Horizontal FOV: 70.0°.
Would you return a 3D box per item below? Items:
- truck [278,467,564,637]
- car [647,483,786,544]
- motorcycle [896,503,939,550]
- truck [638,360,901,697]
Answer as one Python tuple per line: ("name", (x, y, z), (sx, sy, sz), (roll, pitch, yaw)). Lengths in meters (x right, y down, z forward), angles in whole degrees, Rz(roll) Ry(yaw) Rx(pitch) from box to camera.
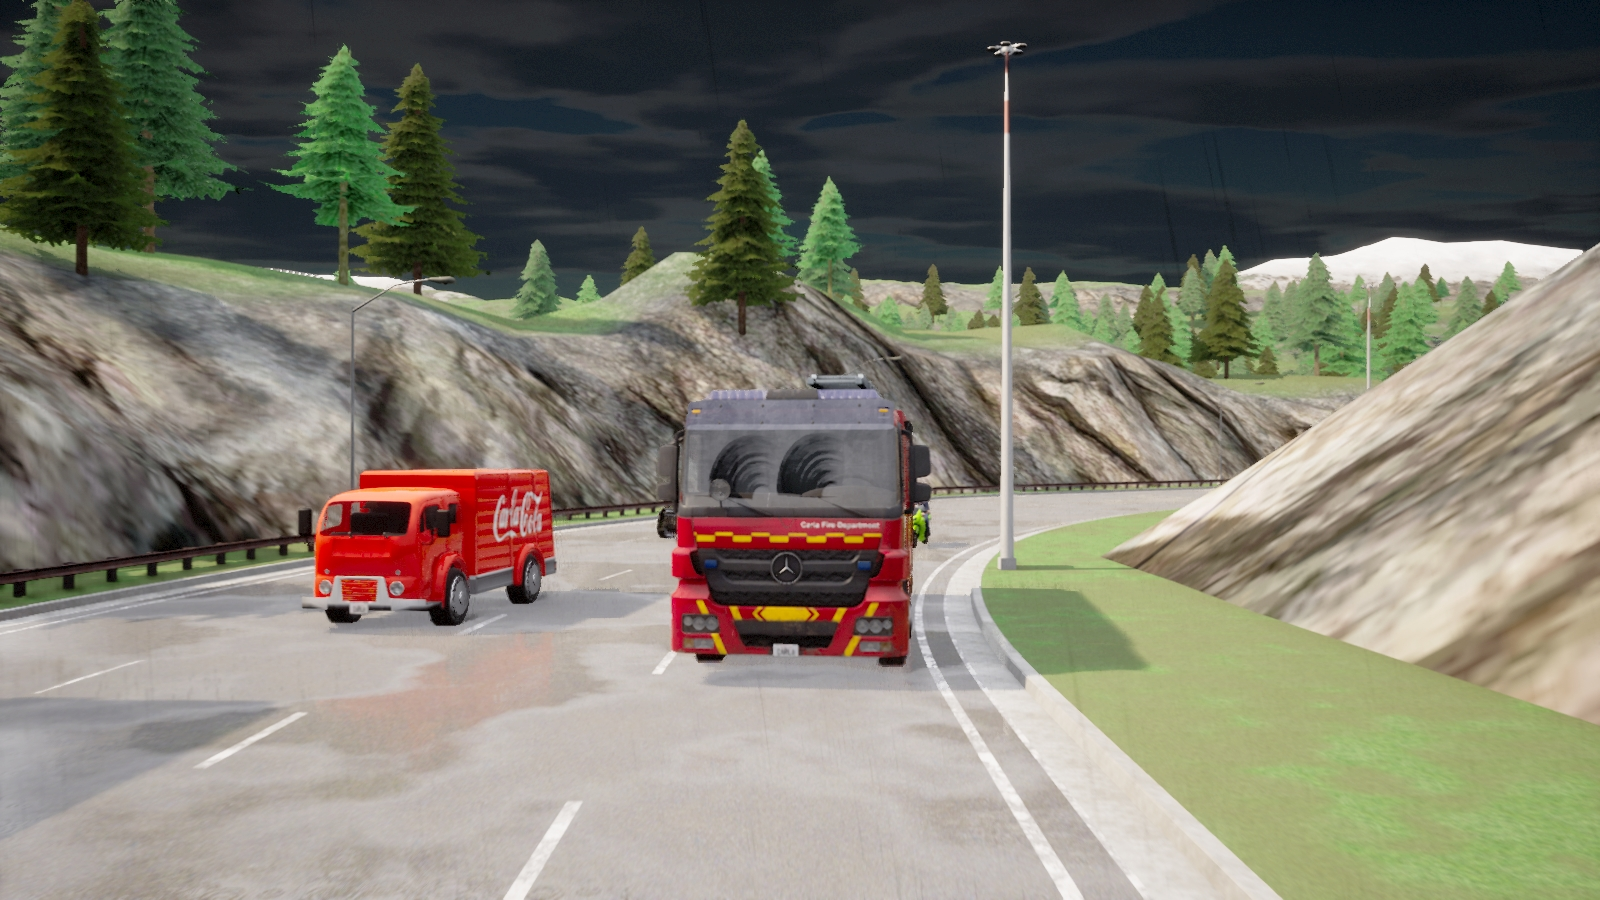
("truck", (-6.274, 1.570, 19.810), (2.627, 2.467, 5.204), (0, 0, 8))
("car", (-2.583, 1.982, 37.055), (2.097, 1.638, 5.238), (0, 0, 27))
("motorcycle", (3.421, 2.186, 33.082), (0.803, 1.199, 2.033), (0, 0, 19))
("truck", (0.007, 0.890, 17.319), (2.891, 3.827, 8.468), (0, 0, 6))
